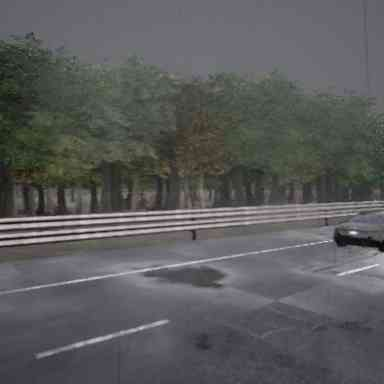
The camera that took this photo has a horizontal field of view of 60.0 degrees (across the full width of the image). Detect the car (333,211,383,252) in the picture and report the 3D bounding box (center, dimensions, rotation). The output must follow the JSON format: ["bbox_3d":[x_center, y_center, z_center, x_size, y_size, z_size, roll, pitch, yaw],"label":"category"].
[{"bbox_3d":[7.569,1.453,13.339,4.181,1.385,1.994,-1,0,-35],"label":"car"}]
